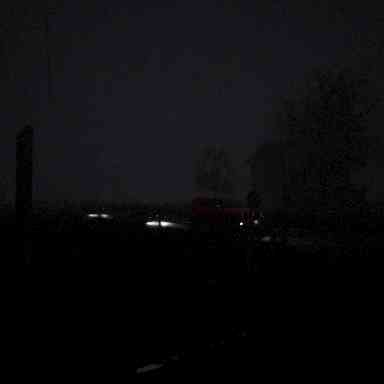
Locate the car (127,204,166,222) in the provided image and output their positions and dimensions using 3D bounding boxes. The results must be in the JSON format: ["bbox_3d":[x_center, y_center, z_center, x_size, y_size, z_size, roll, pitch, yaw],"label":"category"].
[{"bbox_3d":[-3.969,1.777,28.863,1.994,1.385,4.181,1,-1,-36],"label":"car"}]

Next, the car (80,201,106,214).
[{"bbox_3d":[-11.973,1.842,39.910,1.837,1.490,4.892,1,-1,-36],"label":"car"}]

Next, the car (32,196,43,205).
[{"bbox_3d":[-36.570,2.243,78.589,1.837,1.490,4.892,1,-1,-36],"label":"car"}]

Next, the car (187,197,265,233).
[{"bbox_3d":[1.936,1.341,20.757,2.150,2.045,5.566,1,-1,-36],"label":"car"}]
